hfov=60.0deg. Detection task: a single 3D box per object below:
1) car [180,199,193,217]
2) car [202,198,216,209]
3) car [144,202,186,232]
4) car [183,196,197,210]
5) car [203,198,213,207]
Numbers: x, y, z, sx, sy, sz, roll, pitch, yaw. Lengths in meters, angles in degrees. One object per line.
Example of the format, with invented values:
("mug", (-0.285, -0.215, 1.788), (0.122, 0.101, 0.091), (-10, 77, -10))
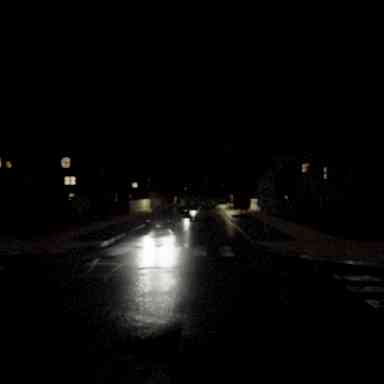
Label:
("car", (-1.177, 1.776, 34.107), (1.812, 1.442, 4.674), (-1, 0, 3))
("car", (2.561, 1.892, 50.959), (1.994, 1.385, 4.181), (0, 0, 2))
("car", (-1.784, 1.656, 21.254), (2.128, 1.511, 4.902), (-1, 0, 3))
("car", (-0.452, 1.565, 48.975), (2.150, 2.045, 5.566), (-1, -1, 4))
("car", (2.913, 1.867, 60.919), (1.882, 1.535, 5.008), (-1, 0, 3))
